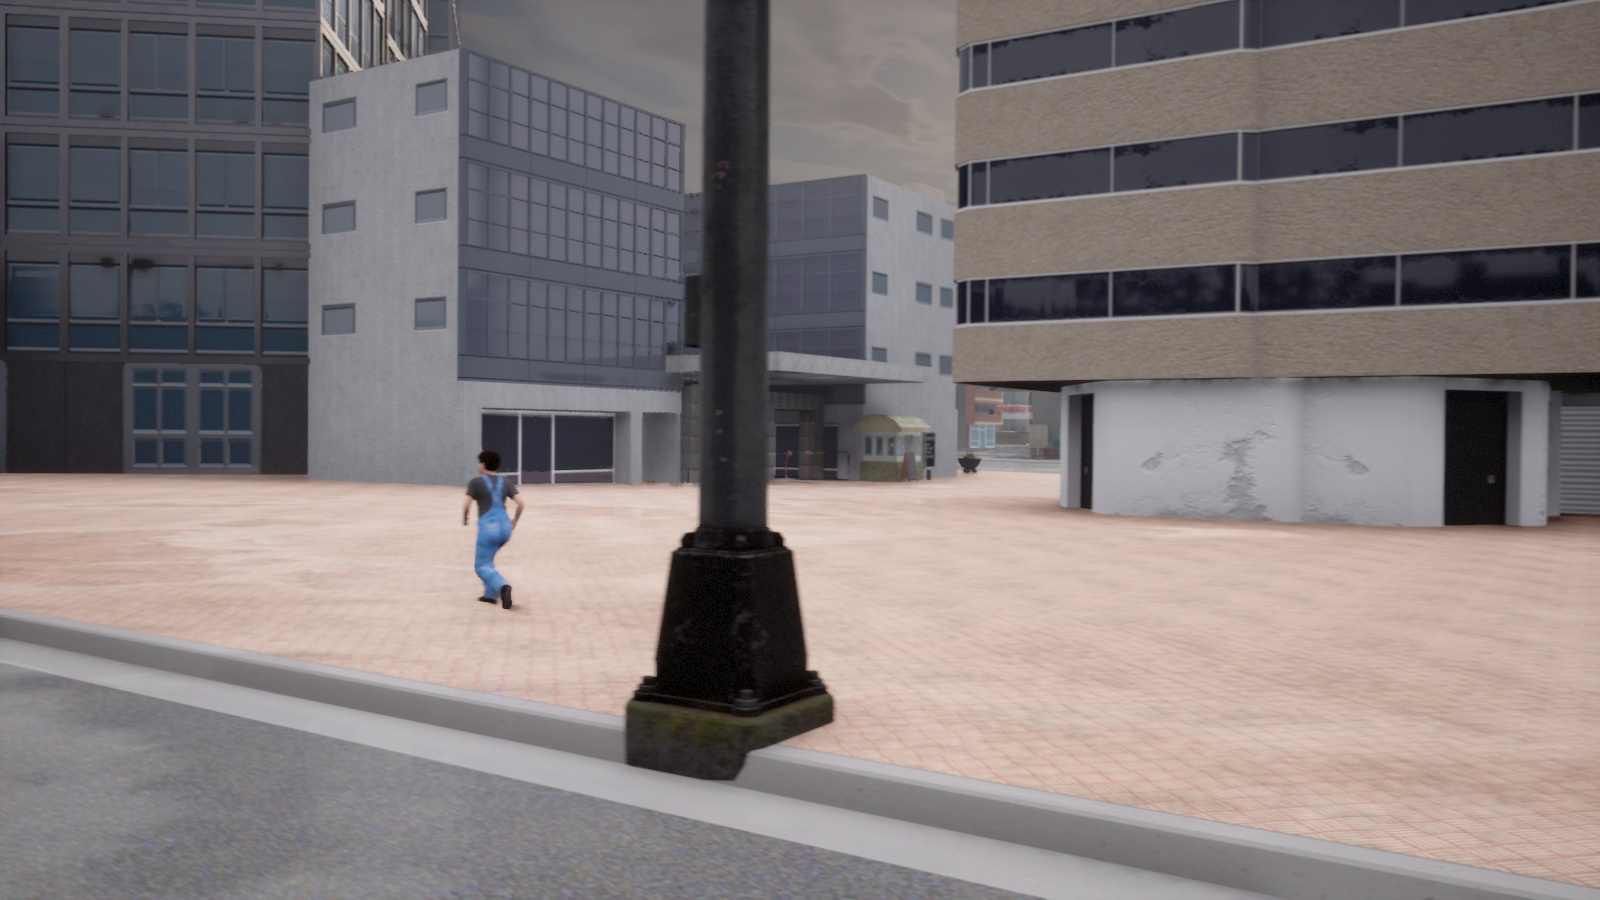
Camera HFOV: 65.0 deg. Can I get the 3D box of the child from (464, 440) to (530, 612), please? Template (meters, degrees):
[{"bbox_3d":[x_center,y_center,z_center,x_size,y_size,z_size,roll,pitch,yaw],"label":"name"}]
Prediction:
[{"bbox_3d":[-2.294,0.559,9.501,0.437,1.263,0.270,0,1,41],"label":"child"}]
